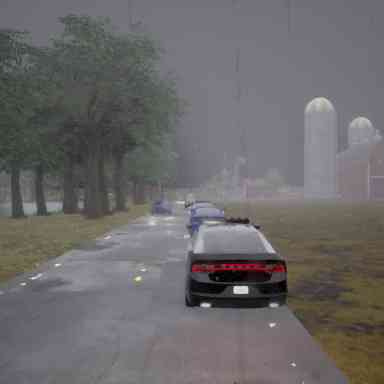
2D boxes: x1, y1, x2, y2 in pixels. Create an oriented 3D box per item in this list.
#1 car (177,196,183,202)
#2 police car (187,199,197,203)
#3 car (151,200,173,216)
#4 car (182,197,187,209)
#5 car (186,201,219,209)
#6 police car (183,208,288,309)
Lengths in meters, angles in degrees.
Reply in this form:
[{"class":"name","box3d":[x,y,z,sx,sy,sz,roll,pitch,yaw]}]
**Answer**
[{"class":"car","box3d":[-2.905,1.906,89.021,2.128,1.511,4.902,0,-1,0]},{"class":"police car","box3d":[0.783,1.442,24.120,1.930,1.638,5.238,0,0,0]},{"class":"car","box3d":[-2.906,1.516,32.861,1.882,1.535,5.008,0,0,0]},{"class":"car","box3d":[-0.054,1.699,47.076,1.895,1.301,4.718,0,0,1]},{"class":"car","box3d":[0.794,1.487,18.009,1.882,1.535,5.008,0,0,0]},{"class":"police car","box3d":[0.811,1.428,8.119,1.930,1.638,5.238,0,0,0]}]
